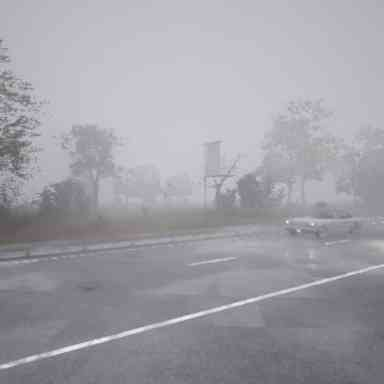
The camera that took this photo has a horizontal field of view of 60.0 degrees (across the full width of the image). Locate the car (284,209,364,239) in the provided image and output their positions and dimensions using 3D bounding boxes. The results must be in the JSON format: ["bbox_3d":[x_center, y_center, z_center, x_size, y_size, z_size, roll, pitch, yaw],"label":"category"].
[{"bbox_3d":[7.028,1.603,17.607,4.718,1.301,1.895,0,0,-36],"label":"car"}]
